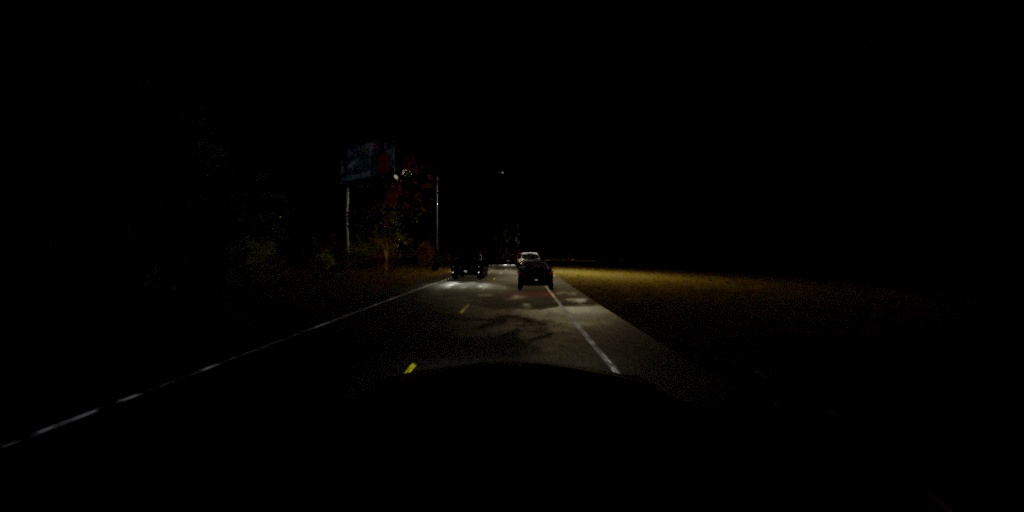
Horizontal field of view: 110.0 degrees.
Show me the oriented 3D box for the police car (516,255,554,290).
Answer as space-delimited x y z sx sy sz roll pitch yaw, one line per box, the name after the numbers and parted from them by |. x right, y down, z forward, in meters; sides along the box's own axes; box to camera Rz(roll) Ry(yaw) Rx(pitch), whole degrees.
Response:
1.279 0.964 20.662 1.930 1.638 5.238 0 1 1 | police car

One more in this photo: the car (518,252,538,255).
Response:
1.825 0.643 36.518 2.150 2.045 5.566 0 0 3 | car

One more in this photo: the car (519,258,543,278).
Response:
1.580 0.963 30.515 1.837 1.490 4.892 0 0 2 | car

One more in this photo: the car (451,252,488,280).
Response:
-3.137 0.695 27.625 2.150 2.045 5.566 0 0 2 | car
